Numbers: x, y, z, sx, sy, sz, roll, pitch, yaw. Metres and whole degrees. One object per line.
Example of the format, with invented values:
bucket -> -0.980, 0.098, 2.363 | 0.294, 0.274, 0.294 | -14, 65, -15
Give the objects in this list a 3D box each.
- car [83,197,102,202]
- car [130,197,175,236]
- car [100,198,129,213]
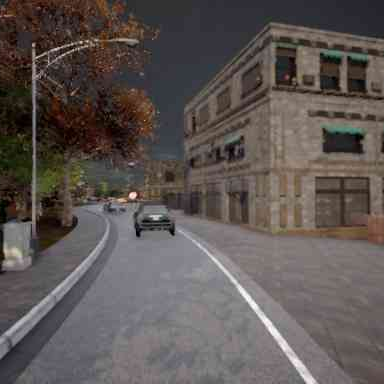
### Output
car -> -26.846, 1.984, 89.890 | 2.163, 1.488, 4.792 | 5, -3, -35
car -> -2.278, 1.386, 19.098 | 2.097, 1.767, 4.553 | 0, 0, -12
car -> -9.245, 1.716, 39.353 | 1.895, 1.301, 4.718 | 0, 0, -24
